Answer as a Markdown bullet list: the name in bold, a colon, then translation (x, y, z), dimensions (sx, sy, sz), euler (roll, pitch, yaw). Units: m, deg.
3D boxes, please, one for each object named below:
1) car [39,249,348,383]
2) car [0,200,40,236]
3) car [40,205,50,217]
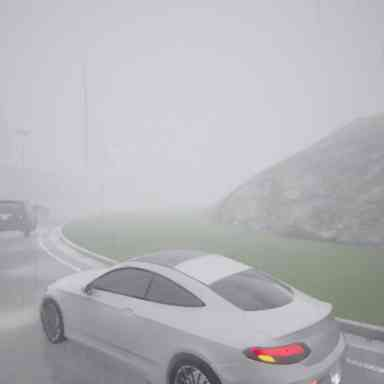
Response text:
- **car**: translation (-0.371, 1.569, 4.691), dimensions (4.674, 1.442, 1.812), euler (-1, -1, 41)
- **car**: translation (-10.506, 1.457, 19.557), dimensions (2.150, 2.045, 5.566), euler (0, 0, -21)
- **car**: translation (-16.259, 1.921, 34.058), dimensions (1.812, 1.442, 4.674), euler (0, 0, 1)
